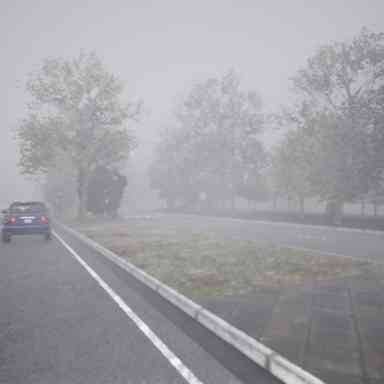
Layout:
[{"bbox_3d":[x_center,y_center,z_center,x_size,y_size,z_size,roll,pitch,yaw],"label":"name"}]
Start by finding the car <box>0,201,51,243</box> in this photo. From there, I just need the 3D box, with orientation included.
[{"bbox_3d":[-9.070,1.539,18.369,2.150,2.045,5.566,0,-1,-27],"label":"car"}]

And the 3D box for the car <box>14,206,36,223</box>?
[{"bbox_3d":[-17.066,2.277,34.033,1.837,1.490,4.892,0,-1,-27],"label":"car"}]
